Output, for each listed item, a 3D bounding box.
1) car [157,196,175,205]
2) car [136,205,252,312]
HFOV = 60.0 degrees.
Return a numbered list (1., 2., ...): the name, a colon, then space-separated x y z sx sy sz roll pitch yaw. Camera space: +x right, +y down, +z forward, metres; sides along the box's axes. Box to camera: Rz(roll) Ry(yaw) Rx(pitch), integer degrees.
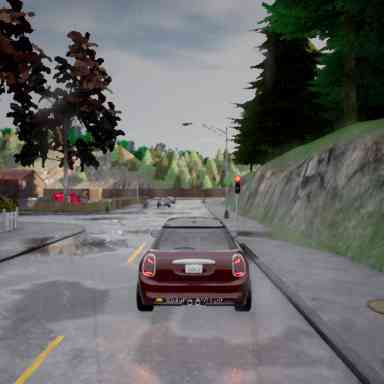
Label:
1. car: -4.086 1.491 49.068 2.128 1.511 4.902 0 0 0
2. car: 0.055 1.352 7.899 2.097 1.767 4.553 0 0 1
